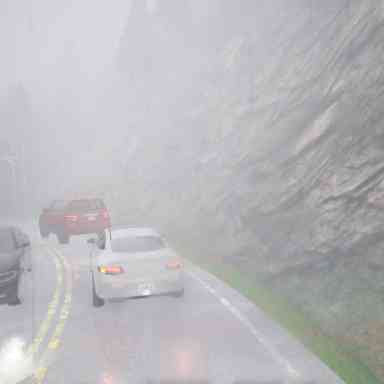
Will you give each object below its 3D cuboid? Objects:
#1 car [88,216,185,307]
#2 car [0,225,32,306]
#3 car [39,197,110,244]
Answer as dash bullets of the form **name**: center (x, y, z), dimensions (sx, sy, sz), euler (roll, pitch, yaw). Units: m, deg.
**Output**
- **car**: center (-1.497, 1.530, 8.079), dimensions (1.812, 1.442, 4.674), euler (-1, 0, -17)
- **car**: center (-4.979, 1.566, 7.976), dimensions (1.882, 1.535, 5.008), euler (-1, 0, -23)
- **car**: center (-6.013, 1.295, 16.710), dimensions (2.150, 2.045, 5.566), euler (-3, 1, -37)
